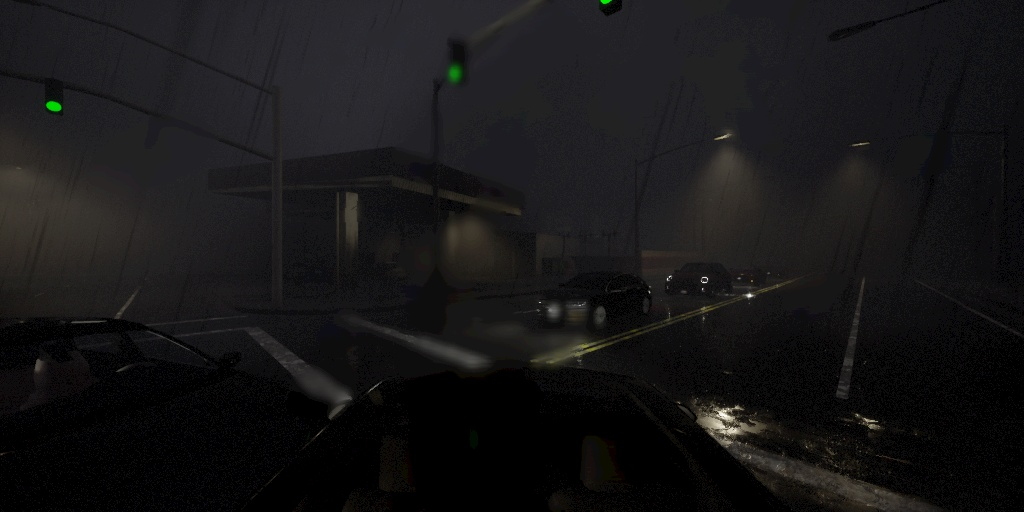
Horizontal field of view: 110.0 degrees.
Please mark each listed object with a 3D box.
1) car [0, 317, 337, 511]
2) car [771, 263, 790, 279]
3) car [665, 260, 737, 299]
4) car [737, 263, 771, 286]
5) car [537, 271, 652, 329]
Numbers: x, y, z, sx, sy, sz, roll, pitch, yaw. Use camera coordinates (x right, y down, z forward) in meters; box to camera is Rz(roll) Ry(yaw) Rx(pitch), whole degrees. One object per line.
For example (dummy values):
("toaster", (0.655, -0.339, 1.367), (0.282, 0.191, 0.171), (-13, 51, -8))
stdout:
("car", (-3.433, 1.242, 2.467), (4.902, 1.511, 2.128), (0, 0, 15))
("car", (23.622, 1.314, 32.427), (4.181, 1.385, 1.994), (0, 0, -45))
("car", (9.630, 1.102, 18.395), (2.097, 1.767, 4.553), (0, 0, 45))
("car", (16.523, 1.314, 25.339), (1.994, 1.385, 4.181), (0, 0, 44))
("car", (2.825, 1.255, 11.516), (1.837, 1.490, 4.892), (0, 0, 44))
